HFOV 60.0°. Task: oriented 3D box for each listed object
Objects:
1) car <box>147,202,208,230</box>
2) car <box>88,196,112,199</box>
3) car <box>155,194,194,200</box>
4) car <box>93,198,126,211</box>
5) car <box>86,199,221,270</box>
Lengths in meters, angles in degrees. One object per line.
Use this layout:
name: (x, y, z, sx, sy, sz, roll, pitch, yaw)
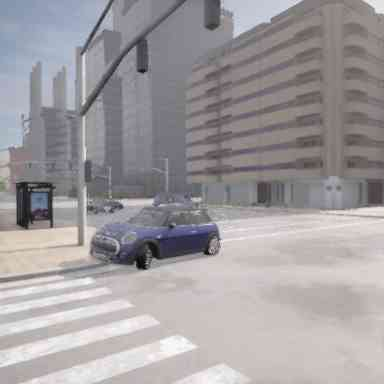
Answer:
car: (-1.107, 1.487, 22.058, 1.812, 1.442, 4.674, -1, 0, -35)
car: (-9.413, 1.454, 33.410, 2.128, 1.511, 4.902, -1, 0, -36)
car: (-1.305, 1.156, 28.242, 2.150, 2.045, 5.566, -1, 0, -36)
car: (-10.080, 1.483, 40.288, 2.033, 1.411, 5.357, -1, 0, -36)
car: (-1.048, 1.284, 11.109, 2.097, 1.767, 4.553, 4, 2, 43)
